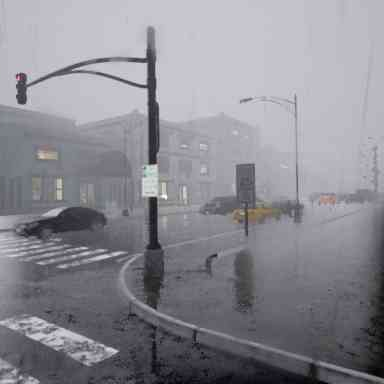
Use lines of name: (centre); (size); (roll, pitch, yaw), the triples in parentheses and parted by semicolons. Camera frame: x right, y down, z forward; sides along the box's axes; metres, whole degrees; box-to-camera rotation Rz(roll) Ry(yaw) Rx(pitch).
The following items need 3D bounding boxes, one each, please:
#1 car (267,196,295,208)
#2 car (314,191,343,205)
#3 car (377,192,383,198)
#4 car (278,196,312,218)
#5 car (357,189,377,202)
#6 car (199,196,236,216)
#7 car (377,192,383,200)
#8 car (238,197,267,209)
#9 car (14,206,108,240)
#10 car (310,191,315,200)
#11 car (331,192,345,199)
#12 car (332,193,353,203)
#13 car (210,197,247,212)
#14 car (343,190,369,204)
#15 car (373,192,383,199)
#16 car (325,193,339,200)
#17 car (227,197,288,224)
car: (10.924, 1.204, 40.601); (1.994, 1.385, 4.181); (-1, 0, 36)
car: (19.248, 0.845, 46.662); (2.097, 1.767, 4.553); (-1, 0, 35)
car: (43.165, 0.651, 75.143); (1.887, 1.381, 4.507); (-1, 0, 36)
car: (7.566, 1.217, 26.158); (2.008, 1.369, 4.403); (-1, 0, 36)
car: (26.971, 0.576, 52.180); (2.150, 2.045, 5.566); (-1, 0, 36)
car: (2.566, 1.125, 29.141); (2.097, 1.767, 4.553); (-1, 0, 36)
car: (33.580, 0.569, 61.967); (2.192, 1.841, 5.009); (-1, 0, 36)
car: (7.294, 1.293, 40.037); (1.802, 1.307, 4.206); (-1, 0, 36)
car: (-6.419, 1.444, 16.773); (1.812, 1.442, 4.674); (-1, 0, 36)
car: (23.551, 0.768, 62.418); (2.192, 1.841, 5.009); (-1, 0, 36)
car: (33.309, 0.743, 75.846); (1.967, 1.590, 4.097); (-1, 0, 36)
car: (24.494, 0.901, 53.884); (2.128, 1.511, 4.902); (-1, 0, 36)
car: (3.941, 1.289, 35.423); (1.752, 1.417, 4.829); (-1, 0, 36)
car: (22.875, 0.924, 46.468); (1.837, 1.490, 4.892); (-1, 0, 36)
car: (40.088, 0.720, 70.920); (1.947, 1.339, 4.313); (-1, 0, 36)
car: (30.058, 0.935, 71.371); (1.802, 1.307, 4.206); (-1, 0, 36)
car: (4.413, 1.242, 21.819); (1.752, 1.417, 4.829); (-1, 0, 36)
